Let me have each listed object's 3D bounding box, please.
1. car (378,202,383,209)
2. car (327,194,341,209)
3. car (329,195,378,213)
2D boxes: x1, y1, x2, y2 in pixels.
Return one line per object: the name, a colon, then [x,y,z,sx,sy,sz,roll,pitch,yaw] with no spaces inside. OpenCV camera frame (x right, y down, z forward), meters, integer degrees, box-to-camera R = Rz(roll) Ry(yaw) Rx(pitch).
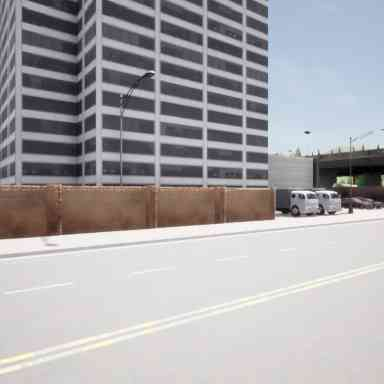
car: [22.980,1.508,44.099,1.994,1.385,4.181,0,0,-36]
car: [23.434,1.422,49.840,1.882,1.535,5.008,0,0,-36]
car: [20.252,1.470,41.897,1.812,1.442,4.674,0,0,-36]
